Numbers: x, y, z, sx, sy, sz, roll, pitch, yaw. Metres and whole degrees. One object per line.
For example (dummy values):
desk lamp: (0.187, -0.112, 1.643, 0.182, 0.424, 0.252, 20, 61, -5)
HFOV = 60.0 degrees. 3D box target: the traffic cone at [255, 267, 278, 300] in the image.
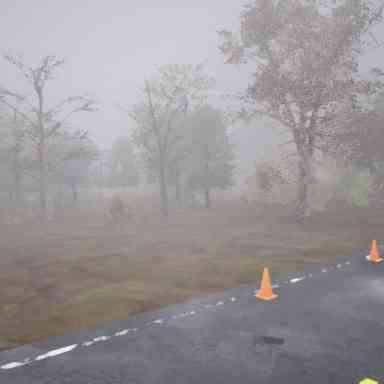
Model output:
traffic cone: (1.513, 1.832, 6.776, 0.340, 0.580, 0.340, -2, 1, -37)

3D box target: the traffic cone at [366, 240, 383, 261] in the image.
traffic cone: (5.390, 1.711, 9.819, 0.340, 0.580, 0.340, -2, 1, -39)
